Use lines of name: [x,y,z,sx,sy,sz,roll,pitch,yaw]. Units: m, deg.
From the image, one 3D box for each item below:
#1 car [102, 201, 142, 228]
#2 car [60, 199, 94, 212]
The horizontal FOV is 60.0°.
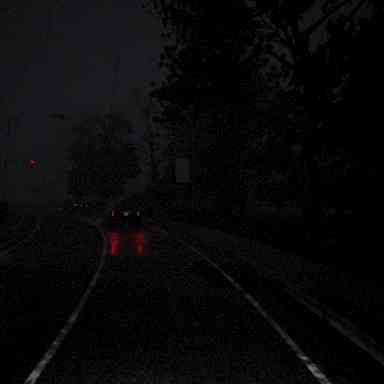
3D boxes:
car: [-4.848,1.402,22.591,2.097,1.767,4.553,2,-1,-21]
car: [-13.464,1.484,37.952,2.033,1.411,5.357,4,-2,-37]
